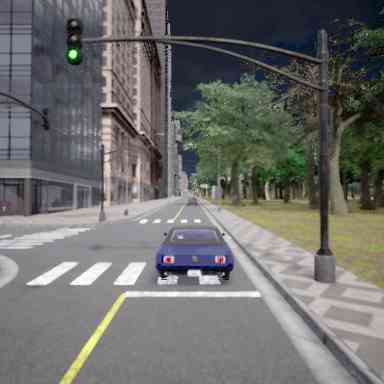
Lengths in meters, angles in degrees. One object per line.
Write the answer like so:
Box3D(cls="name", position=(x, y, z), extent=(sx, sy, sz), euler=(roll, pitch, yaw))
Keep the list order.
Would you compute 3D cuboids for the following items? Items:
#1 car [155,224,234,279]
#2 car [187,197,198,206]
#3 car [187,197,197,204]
Box3D(cls="car", position=(0.076, 1.626, 10.061), extent=(1.895, 1.301, 4.718), euler=(0, 0, 0))
Box3D(cls="car", position=(0.102, 1.826, 62.578), extent=(2.033, 1.411, 5.357), euler=(0, 0, 0))
Box3D(cls="car", position=(0.020, 1.889, 74.316), extent=(2.033, 1.411, 5.357), euler=(0, 0, 0))
